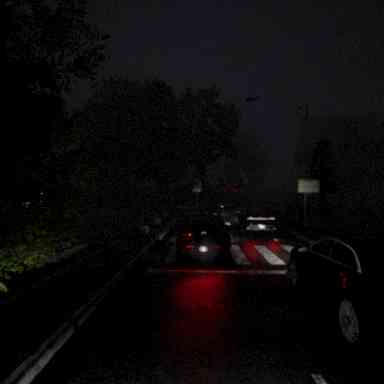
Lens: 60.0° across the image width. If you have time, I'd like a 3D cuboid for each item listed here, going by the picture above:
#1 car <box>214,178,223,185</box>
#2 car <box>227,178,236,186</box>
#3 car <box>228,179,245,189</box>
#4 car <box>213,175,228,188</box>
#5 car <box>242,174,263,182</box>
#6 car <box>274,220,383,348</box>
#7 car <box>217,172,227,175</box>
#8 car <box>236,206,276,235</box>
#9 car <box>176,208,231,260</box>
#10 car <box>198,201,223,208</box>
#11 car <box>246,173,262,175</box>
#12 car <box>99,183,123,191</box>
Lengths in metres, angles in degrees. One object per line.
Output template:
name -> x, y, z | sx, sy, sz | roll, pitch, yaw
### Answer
car -> 6.519, -2.573, 80.417 | 1.837, 1.490, 4.892 | 1, 5, 8
car -> 9.323, -2.445, 78.630 | 1.882, 1.535, 5.008 | 0, 5, 5
car -> 9.004, -1.449, 67.596 | 1.812, 1.442, 4.674 | 0, 5, -1
car -> 5.973, -1.938, 69.846 | 2.150, 2.045, 5.566 | 0, 5, 2
car -> 15.714, -3.332, 88.763 | 4.892, 1.521, 2.231 | 1, 5, 11
car -> 3.243, 1.531, 6.299 | 2.128, 1.511, 4.902 | 0, 0, 1
car -> 8.815, -3.893, 93.938 | 2.097, 1.767, 4.553 | 1, 5, 11
car -> 3.734, 1.552, 19.598 | 2.128, 1.511, 4.902 | 0, 1, 3
car -> 0.445, 1.567, 12.737 | 1.837, 1.490, 4.892 | 0, -1, 2
car -> 1.325, 1.409, 25.433 | 2.033, 1.411, 5.357 | 1, 3, 8
car -> 16.296, -3.696, 91.434 | 4.553, 1.767, 2.185 | 1, 5, 11
car -> -13.577, -0.828, 57.549 | 5.008, 1.535, 1.882 | -3, 5, -40
